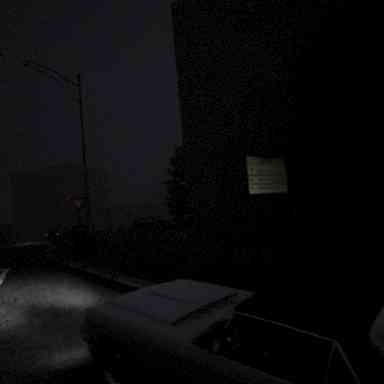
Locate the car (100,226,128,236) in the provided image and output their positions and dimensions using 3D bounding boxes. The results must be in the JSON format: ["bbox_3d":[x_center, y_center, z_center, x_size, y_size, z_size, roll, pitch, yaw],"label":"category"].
[{"bbox_3d":[-10.571,5.672,48.373,2.033,1.411,5.357,-7,-8,19],"label":"car"}]

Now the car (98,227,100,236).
[{"bbox_3d":[-14.054,6.212,52.153,4.553,1.767,2.185,-7,-8,19],"label":"car"}]

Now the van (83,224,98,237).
[{"bbox_3d":[-16.053,5.599,46.992,4.442,1.987,1.878,-7,-7,19],"label":"van"}]

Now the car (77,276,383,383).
[{"bbox_3d":[0.902,1.598,3.354,4.718,1.301,1.895,0,0,38],"label":"car"}]

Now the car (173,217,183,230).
[{"bbox_3d":[-4.217,4.523,43.179,4.792,1.488,2.163,-7,-7,19],"label":"car"}]

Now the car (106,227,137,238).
[{"bbox_3d":[-12.142,6.936,57.487,4.792,1.488,2.163,-7,-8,19],"label":"car"}]

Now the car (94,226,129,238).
[{"bbox_3d":[-13.276,6.648,54.943,5.366,1.575,1.946,-7,-8,19],"label":"car"}]

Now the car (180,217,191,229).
[{"bbox_3d":[-3.305,4.760,45.850,5.008,1.535,2.097,-7,-8,18],"label":"car"}]

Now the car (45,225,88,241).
[{"bbox_3d":[-14.319,4.814,37.857,1.895,1.301,4.718,-7,-6,20],"label":"car"}]

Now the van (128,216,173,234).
[{"bbox_3d":[-5.080,4.024,40.564,4.442,1.987,1.878,-7,-7,19],"label":"van"}]

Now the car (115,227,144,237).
[{"bbox_3d":[-11.236,7.229,60.109,4.674,1.452,2.002,-7,-8,19],"label":"car"}]
